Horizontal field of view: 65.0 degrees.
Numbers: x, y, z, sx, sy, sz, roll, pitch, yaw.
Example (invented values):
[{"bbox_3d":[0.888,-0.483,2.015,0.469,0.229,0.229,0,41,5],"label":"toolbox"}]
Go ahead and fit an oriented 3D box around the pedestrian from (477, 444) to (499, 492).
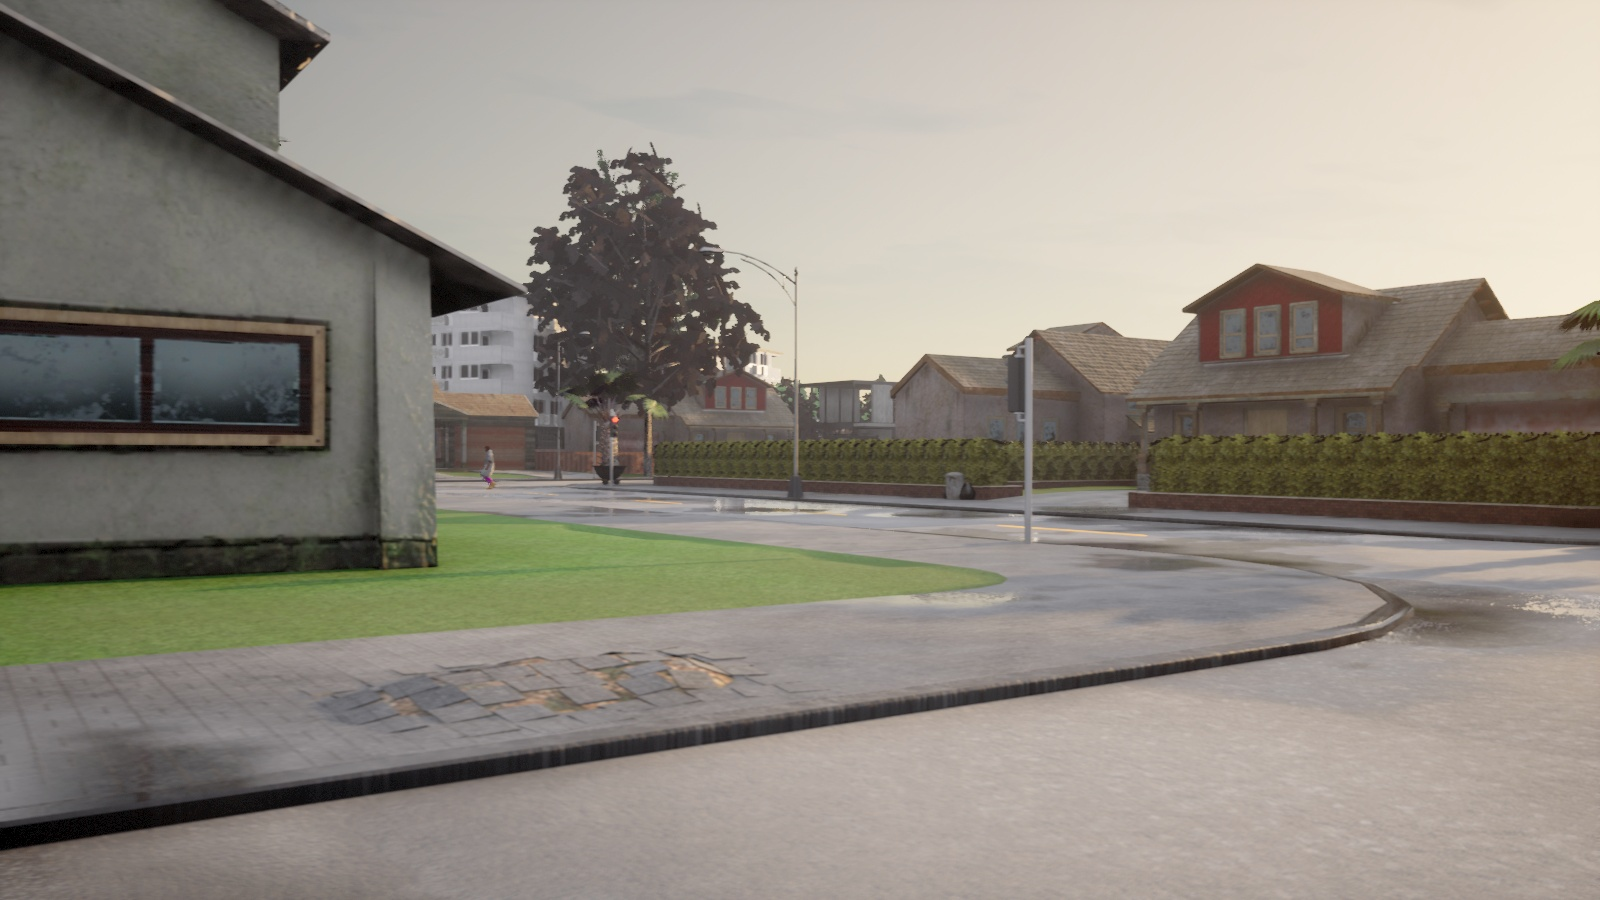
[{"bbox_3d":[-12.800,0.730,51.448,0.873,1.952,0.659,0,0,-14],"label":"pedestrian"}]
